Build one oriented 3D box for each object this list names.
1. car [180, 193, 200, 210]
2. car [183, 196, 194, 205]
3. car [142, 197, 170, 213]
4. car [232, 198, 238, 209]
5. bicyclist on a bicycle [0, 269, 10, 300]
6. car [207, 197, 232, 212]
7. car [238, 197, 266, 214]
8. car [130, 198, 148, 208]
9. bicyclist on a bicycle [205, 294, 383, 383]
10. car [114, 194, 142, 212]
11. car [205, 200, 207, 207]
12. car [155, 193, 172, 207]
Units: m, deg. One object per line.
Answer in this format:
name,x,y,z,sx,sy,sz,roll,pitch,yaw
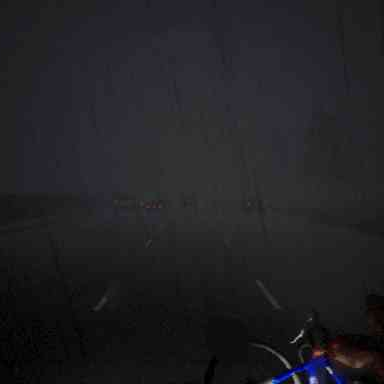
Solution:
car,-0.403,1.207,43.678,2.150,2.045,5.566,0,0,-1
car,-0.575,1.459,58.162,1.882,1.535,5.008,0,0,-1
car,-3.819,1.527,36.120,2.033,1.411,5.357,0,0,0
car,6.492,1.551,45.495,2.033,1.411,5.357,0,0,0
bicyclist on a bicycle,-4.509,1.441,6.899,1.656,1.620,0.582,-2,0,11
car,3.129,1.502,38.650,1.837,1.490,4.892,0,0,0
car,6.612,1.359,36.184,2.097,1.767,4.553,0,0,0
car,-7.504,1.567,47.464,1.895,1.301,4.718,0,0,0
bicyclist on a bicycle,1.085,1.383,2.240,1.620,0.582,1.656,-34,55,-27
car,-7.334,1.191,37.700,2.150,2.045,5.566,0,0,-1
car,2.990,1.498,48.062,1.837,1.490,4.892,0,0,0
car,-4.016,1.197,46.365,2.150,2.045,5.566,0,0,0
